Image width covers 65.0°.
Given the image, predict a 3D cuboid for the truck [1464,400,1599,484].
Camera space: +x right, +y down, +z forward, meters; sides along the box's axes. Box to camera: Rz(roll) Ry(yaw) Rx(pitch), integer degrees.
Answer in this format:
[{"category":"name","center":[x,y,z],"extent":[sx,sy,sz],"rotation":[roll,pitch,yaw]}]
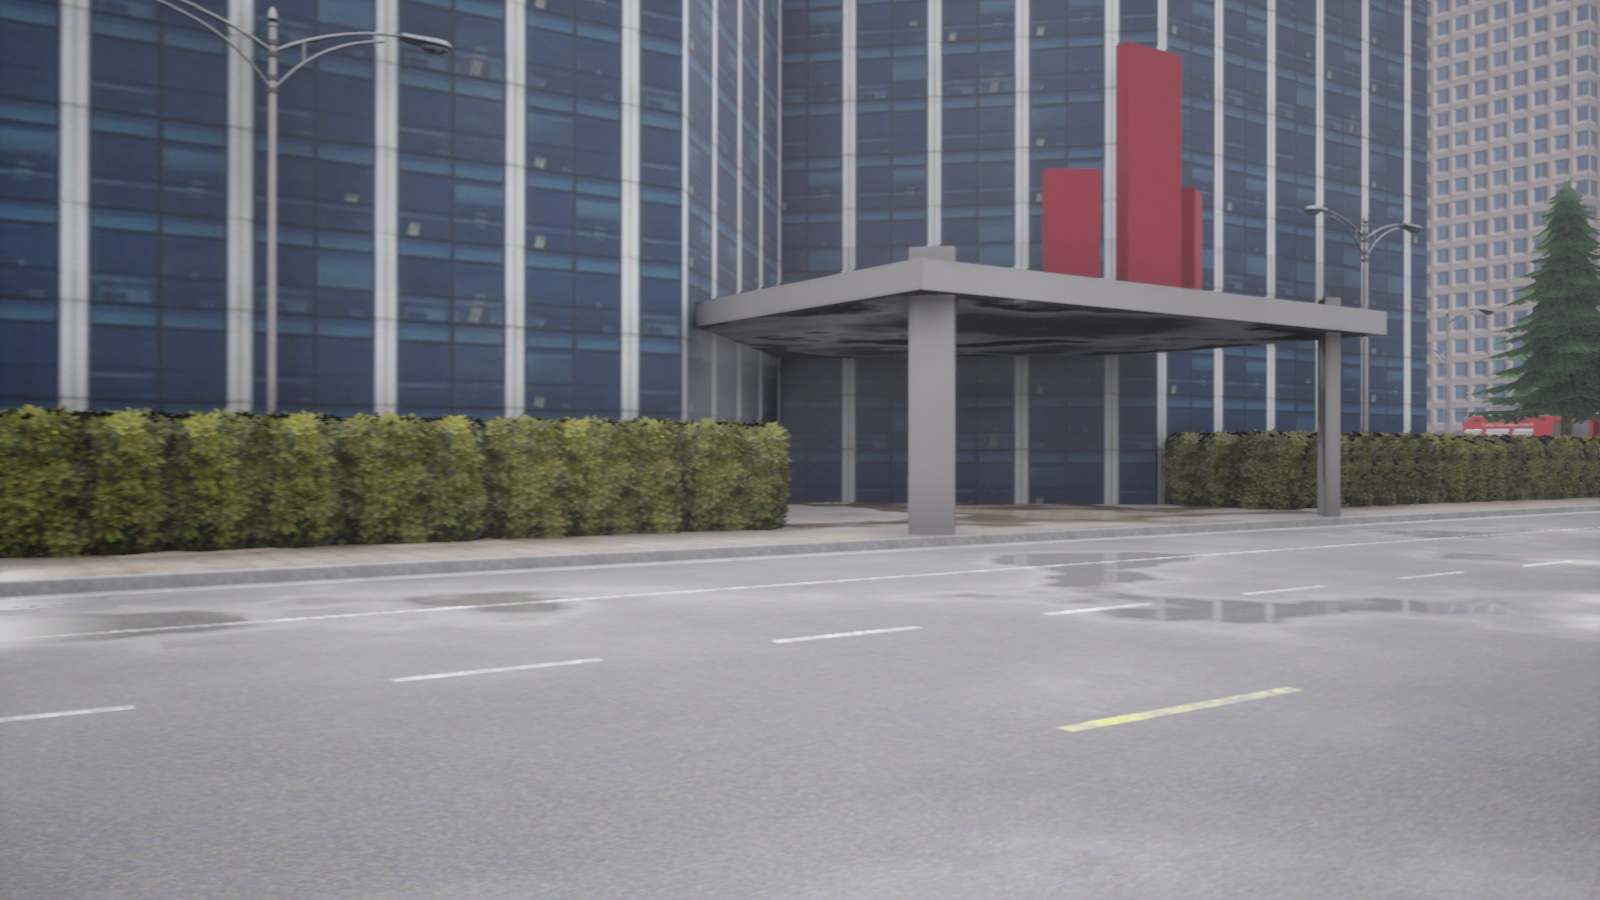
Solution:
[{"category":"truck","center":[36.340,-0.351,59.291],"extent":[2.891,3.827,8.468],"rotation":[0,0,-34]}]
